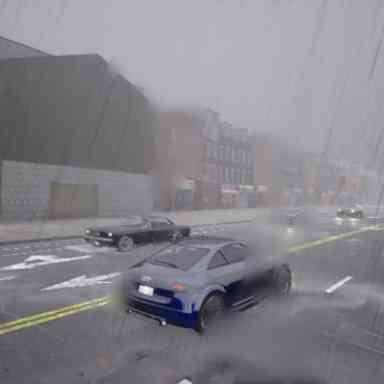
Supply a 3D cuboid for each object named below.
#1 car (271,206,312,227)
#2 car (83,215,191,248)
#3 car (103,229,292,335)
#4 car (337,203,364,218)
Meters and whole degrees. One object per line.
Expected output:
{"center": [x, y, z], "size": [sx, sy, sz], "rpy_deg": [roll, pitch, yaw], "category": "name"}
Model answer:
{"center": [8.070, 1.943, 26.765], "size": [1.837, 1.490, 4.892], "rpy_deg": [1, 0, 40], "category": "car"}
{"center": [-2.202, 1.687, 14.322], "size": [1.895, 1.301, 4.718], "rpy_deg": [1, -1, 39], "category": "car"}
{"center": [0.503, 1.647, 7.068], "size": [1.994, 1.385, 4.181], "rpy_deg": [1, -1, 40], "category": "car"}
{"center": [19.067, 2.168, 39.954], "size": [2.097, 1.767, 4.553], "rpy_deg": [1, 0, 40], "category": "car"}
